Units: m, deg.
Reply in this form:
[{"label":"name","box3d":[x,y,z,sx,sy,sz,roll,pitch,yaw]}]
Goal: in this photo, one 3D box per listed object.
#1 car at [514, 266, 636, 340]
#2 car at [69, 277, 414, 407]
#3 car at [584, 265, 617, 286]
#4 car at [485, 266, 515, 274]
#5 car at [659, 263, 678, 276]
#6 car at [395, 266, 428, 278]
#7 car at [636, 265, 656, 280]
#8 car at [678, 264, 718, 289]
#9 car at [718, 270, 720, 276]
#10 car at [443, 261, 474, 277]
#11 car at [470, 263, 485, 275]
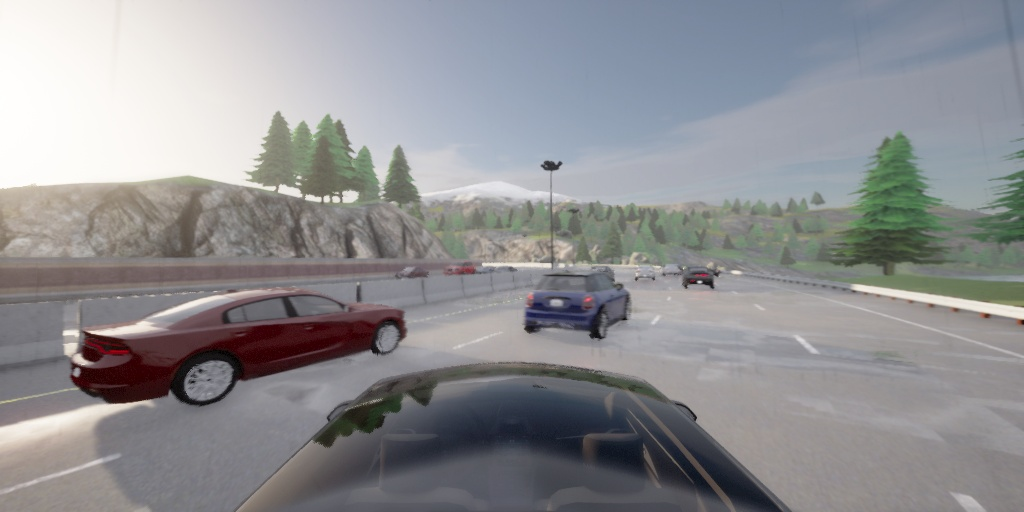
[{"label":"car","box3d":[2.145,1.216,10.791,2.097,1.767,4.553,-1,-1,29]},{"label":"car","box3d":[-4.243,1.328,6.672,1.882,1.535,5.008,-1,-1,31]},{"label":"car","box3d":[7.636,1.603,30.683,2.128,1.511,4.902,-1,-1,21]},{"label":"car","box3d":[-0.829,1.788,38.572,1.837,1.490,4.892,-1,-1,20]},{"label":"car","box3d":[19.479,1.748,44.309,1.812,1.442,4.674,-1,-1,15]},{"label":"car","box3d":[-11.261,1.911,40.601,1.812,1.442,4.674,-1,-1,20]},{"label":"car","box3d":[13.493,1.679,36.567,1.812,1.442,4.674,-1,-1,19]},{"label":"car","box3d":[13.237,1.504,25.775,1.837,1.490,4.892,0,-1,22]},{"label":"car","box3d":[22.302,1.761,41.276,1.895,1.301,4.718,-1,-1,16]},{"label":"car","box3d":[-6.333,1.622,43.991,2.150,2.045,5.566,-1,-1,18]},{"label":"car","box3d":[-2.783,1.916,43.588,2.033,1.411,5.357,-1,-1,18]}]
